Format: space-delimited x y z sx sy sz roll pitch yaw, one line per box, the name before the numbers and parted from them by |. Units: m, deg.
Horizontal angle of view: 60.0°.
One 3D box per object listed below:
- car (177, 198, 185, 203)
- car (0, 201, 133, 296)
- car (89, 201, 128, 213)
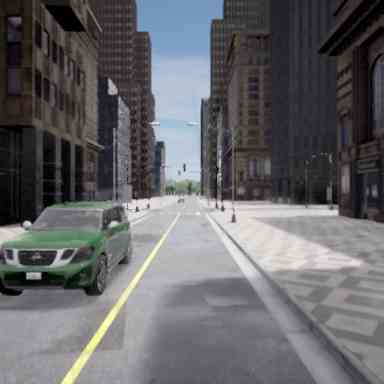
car | -2.979 2.323 93.215 1.994 1.385 4.181 0 0 0
car | -3.098 1.321 9.284 2.150 2.045 5.566 0 -1 0
car | -11.429 2.037 45.909 4.902 1.511 2.128 0 0 0
